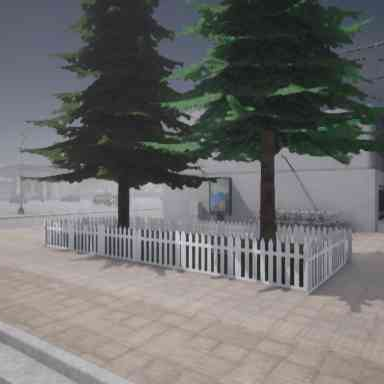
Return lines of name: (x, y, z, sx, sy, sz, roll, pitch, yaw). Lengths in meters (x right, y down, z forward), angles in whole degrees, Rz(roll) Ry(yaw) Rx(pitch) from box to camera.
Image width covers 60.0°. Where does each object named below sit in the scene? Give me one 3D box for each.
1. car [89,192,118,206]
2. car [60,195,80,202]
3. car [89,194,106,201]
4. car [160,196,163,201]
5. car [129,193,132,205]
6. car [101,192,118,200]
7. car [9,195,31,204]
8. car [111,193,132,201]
car: (-12.408, 1.062, 48.387, 4.605, 1.855, 1.932, 0, 0, 36)
car: (-23.611, 1.266, 64.442, 4.514, 1.523, 2.007, 0, 0, 36)
car: (-22.580, 1.331, 79.053, 3.806, 1.475, 1.970, 0, 0, 36)
car: (-3.499, 1.120, 61.321, 5.027, 1.636, 2.152, 0, 0, 36)
car: (-11.031, 1.042, 50.979, 3.866, 1.878, 1.905, 0, 0, 36)
car: (-20.128, 1.048, 81.381, 3.866, 1.878, 1.905, 0, 0, 36)
car: (-29.528, 1.286, 56.389, 3.633, 1.501, 1.845, 0, 0, 36)
car: (-15.703, 1.067, 74.092, 4.605, 1.855, 1.932, 0, 0, 36)
